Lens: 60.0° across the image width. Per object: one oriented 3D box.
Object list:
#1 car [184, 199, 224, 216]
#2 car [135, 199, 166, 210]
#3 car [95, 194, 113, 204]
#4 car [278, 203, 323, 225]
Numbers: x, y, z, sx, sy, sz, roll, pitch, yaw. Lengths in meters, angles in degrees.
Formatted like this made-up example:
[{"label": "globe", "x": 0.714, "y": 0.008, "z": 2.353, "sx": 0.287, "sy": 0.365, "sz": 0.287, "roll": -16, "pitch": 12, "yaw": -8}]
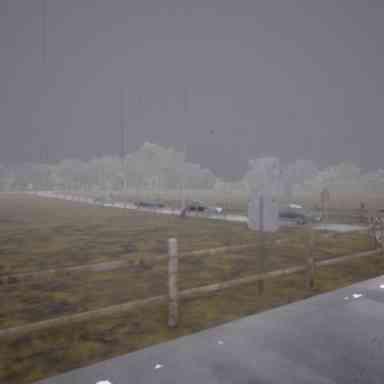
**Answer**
[{"label": "car", "x": 1.111, "y": 1.453, "z": 31.815, "sx": 2.128, "sy": 1.511, "sz": 4.902, "roll": 1, "pitch": 0, "yaw": -35}, {"label": "car", "x": -5.088, "y": 1.467, "z": 40.462, "sx": 1.895, "sy": 1.301, "sz": 4.718, "roll": 1, "pitch": 0, "yaw": -36}, {"label": "car", "x": -14.090, "y": 1.091, "z": 53.185, "sx": 2.128, "sy": 1.511, "sz": 4.902, "roll": 1, "pitch": 1, "yaw": -36}, {"label": "car", "x": 6.965, "y": 1.493, "z": 23.598, "sx": 1.812, "sy": 1.442, "sz": 4.674, "roll": 1, "pitch": -1, "yaw": -34}]
